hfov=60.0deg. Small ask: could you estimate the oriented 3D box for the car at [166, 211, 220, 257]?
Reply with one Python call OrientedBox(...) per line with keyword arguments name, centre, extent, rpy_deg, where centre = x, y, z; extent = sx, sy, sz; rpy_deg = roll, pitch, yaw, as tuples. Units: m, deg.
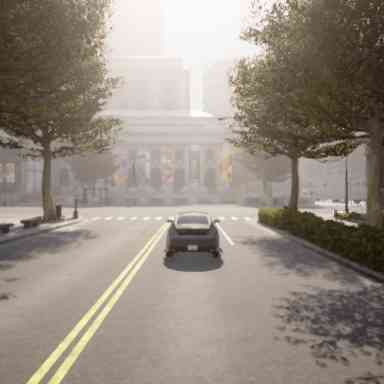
OrientedBox(name="car", centre=(0.042, 1.505, 12.973), extent=(1.837, 1.490, 4.892), rpy_deg=(0, 0, 1))
